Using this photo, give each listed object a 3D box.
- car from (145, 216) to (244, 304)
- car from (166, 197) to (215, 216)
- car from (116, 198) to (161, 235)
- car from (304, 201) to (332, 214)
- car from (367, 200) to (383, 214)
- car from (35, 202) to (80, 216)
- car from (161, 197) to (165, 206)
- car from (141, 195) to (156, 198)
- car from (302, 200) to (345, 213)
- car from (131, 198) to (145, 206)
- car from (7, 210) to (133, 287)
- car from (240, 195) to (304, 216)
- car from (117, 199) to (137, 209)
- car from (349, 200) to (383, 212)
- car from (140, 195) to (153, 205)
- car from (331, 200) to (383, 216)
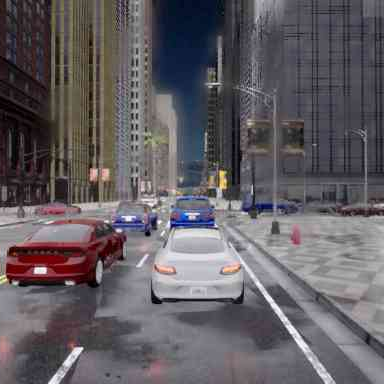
[{"bbox_3d":[0.105,1.534,8.020,1.812,1.442,4.674,0,0,0],"label":"car"},{"bbox_3d":[0.039,1.256,17.722,2.150,2.045,5.566,0,0,1],"label":"car"},{"bbox_3d":[-3.136,1.390,18.619,2.097,1.767,4.553,0,0,0],"label":"car"},{"bbox_3d":[13.224,1.633,35.852,4.181,1.385,1.994,0,-1,-1],"label":"car"},{"bbox_3d":[21.778,1.566,35.977,4.674,1.442,1.812,0,-1,-1],"label":"car"},{"bbox_3d":[-13.194,1.689,32.787,4.181,1.385,1.994,0,0,-10],"label":"car"},{"bbox_3d":[-6.525,1.802,60.630,1.837,1.490,4.892,0,0,1],"label":"car"},{"bbox_3d":[-6.561,1.450,50.918,2.150,2.045,5.566,0,0,0],"label":"car"},{"bbox_3d":[15.213,1.660,38.635,4.313,1.339,1.947,0,0,-1],"label":"car"},{"bbox_3d":[-9.774,1.824,60.786,1.812,1.442,4.674,0,0,1],"label":"car"},{"bbox_3d":[-3.145,1.488,9.392,1.882,1.535,5.008,0,0,0],"label":"car"},{"bbox_3d":[7.550,1.273,32.568,5.566,2.045,2.150,0,-1,-1],"label":"car"},{"bbox_3d":[-9.810,1.776,50.877,2.033,1.411,5.357,0,0,0],"label":"car"},{"bbox_3d":[20.853,1.641,38.719,4.313,1.339,1.947,0,0,-1],"label":"car"},{"bbox_3d":[-9.697,1.606,71.360,2.150,2.045,5.566,0,0,0],"label":"car"},{"bbox_3d":[15.337,1.575,30.112,4.206,1.307,1.802,0,0,-1],"label":"car"}]
